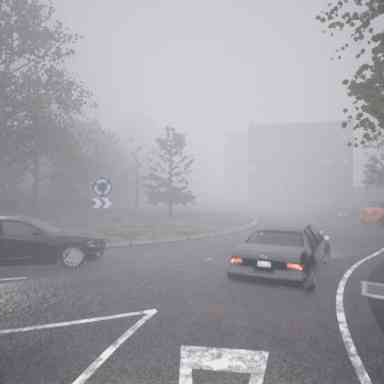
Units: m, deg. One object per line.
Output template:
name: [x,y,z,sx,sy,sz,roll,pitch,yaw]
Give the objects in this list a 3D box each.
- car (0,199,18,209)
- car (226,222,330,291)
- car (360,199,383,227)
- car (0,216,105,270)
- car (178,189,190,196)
car: [-23.317,1.471,39.965,4.181,1.385,1.994,1,-1,-42]
car: [2.601,1.536,9.124,2.033,1.411,5.357,0,0,26]
car: [13.446,1.325,21.578,4.553,1.767,2.097,1,0,-8]
car: [-5.212,1.465,10.030,5.008,1.535,1.882,0,1,-14]
car: [-1.612,0.090,69.362,2.033,1.411,5.357,0,5,9]
